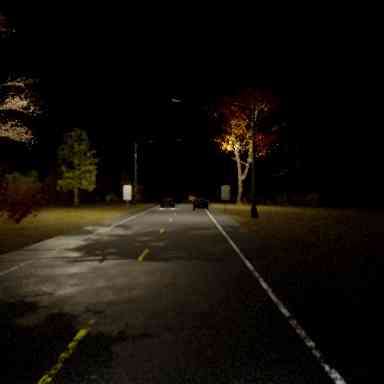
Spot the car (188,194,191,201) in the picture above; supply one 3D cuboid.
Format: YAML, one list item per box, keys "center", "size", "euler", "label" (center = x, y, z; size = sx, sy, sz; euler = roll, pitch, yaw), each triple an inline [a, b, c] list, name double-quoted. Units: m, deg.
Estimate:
- center: [0.085, 1.332, 76.537]
  size: [1.882, 1.535, 5.008]
  euler: [0, 0, 0]
  label: "car"

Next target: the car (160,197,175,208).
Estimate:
- center: [-3.558, 1.485, 48.524]
  size: [1.882, 1.535, 5.008]
  euler: [0, 0, 0]
  label: "car"

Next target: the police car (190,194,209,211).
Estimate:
- center: [1.059, 1.434, 41.439]
  size: [1.930, 1.638, 5.238]
  euler: [0, 0, 0]
  label: "police car"

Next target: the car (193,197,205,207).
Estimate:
- center: [1.071, 1.513, 51.324]
  size: [1.837, 1.490, 4.892]
  euler: [0, 0, 0]
  label: "car"

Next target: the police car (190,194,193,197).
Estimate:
- center: [1.086, 1.431, 57.433]
  size: [1.930, 1.638, 5.238]
  euler: [0, 0, 0]
  label: "police car"
